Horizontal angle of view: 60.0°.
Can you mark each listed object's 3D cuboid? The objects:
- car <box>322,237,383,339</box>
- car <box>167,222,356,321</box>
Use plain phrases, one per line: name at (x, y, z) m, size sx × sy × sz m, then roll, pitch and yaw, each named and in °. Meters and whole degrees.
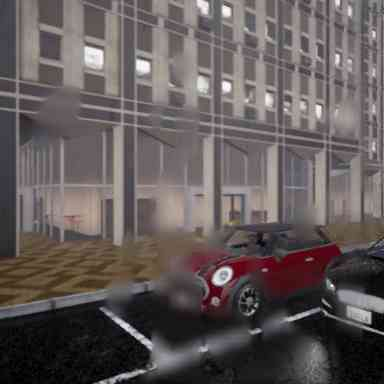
car at (4.392, 1.495, 6.164) m, size 4.902 × 1.511 × 2.128 m, roll 0°, pitch 0°, yaw -35°
car at (1.460, 1.442, 7.225) m, size 4.097 × 1.590 × 1.967 m, roll 0°, pitch 0°, yaw -36°
